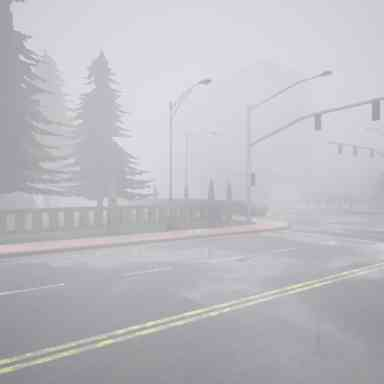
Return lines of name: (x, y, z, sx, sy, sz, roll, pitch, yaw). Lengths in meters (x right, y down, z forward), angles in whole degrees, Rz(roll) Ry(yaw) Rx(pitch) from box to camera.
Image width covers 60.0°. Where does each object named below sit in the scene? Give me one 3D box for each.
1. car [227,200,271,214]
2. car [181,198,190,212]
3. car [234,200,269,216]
car: (6.005, 1.601, 35.838, 1.895, 1.301, 4.718, 0, 0, -35)
car: (-0.561, 1.505, 39.032, 1.837, 1.490, 4.892, 0, 0, -35)
car: (4.886, 1.505, 31.373, 1.837, 1.490, 4.892, 0, 0, -35)
